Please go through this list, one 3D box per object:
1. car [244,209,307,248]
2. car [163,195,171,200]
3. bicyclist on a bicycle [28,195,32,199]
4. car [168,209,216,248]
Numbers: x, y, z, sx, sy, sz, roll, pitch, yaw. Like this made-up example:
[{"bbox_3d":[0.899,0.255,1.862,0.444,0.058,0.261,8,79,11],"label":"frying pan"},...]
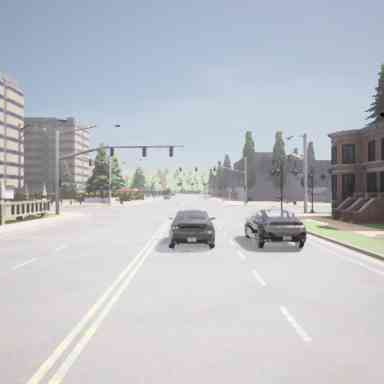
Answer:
[{"bbox_3d":[3.500,1.494,14.650,2.128,1.511,4.902,0,0,0],"label":"car"},{"bbox_3d":[-7.000,1.471,93.845,1.882,1.535,5.008,0,0,0],"label":"car"},{"bbox_3d":[-25.249,1.300,51.687,0.582,1.620,1.656,0,0,0],"label":"bicyclist on a bicycle"},{"bbox_3d":[0.000,1.515,14.650,1.837,1.490,4.892,0,0,0],"label":"car"}]
